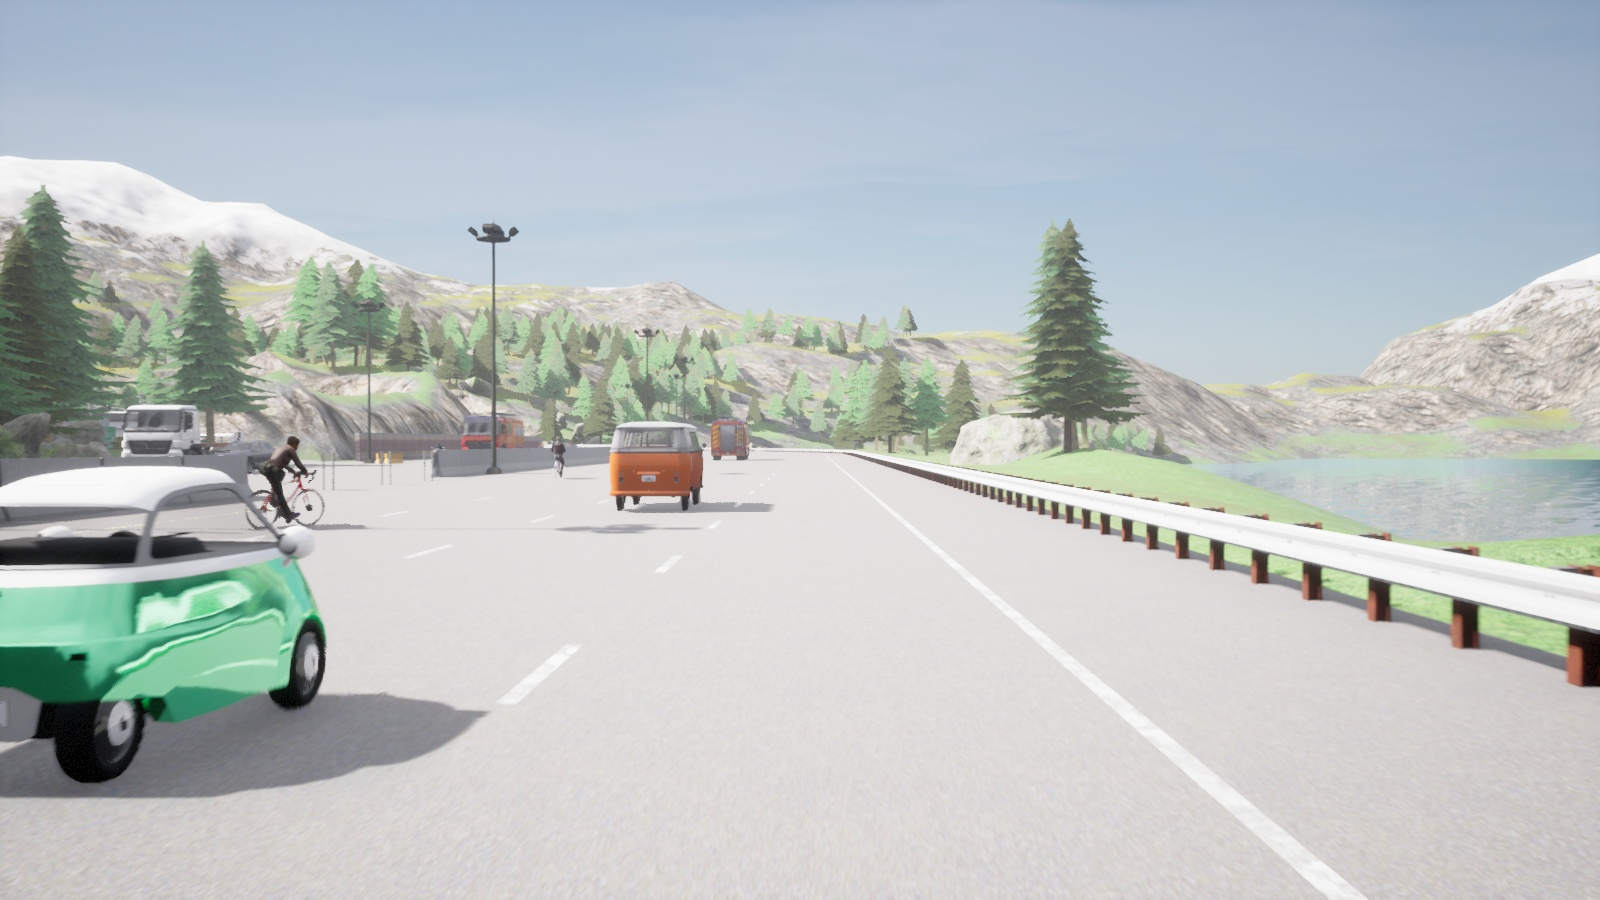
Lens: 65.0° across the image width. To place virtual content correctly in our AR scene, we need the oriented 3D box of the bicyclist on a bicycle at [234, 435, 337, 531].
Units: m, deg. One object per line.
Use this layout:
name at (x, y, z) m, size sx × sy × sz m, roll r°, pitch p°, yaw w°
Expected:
bicyclist on a bicycle at (-9.003, 0.563, 22.032) m, size 0.582 × 1.620 × 1.656 m, roll 0°, pitch 0°, yaw 29°

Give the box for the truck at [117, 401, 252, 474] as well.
truck at (-30.957, -0.632, 63.618) m, size 2.891 × 3.462 × 7.936 m, roll 0°, pitch 0°, yaw 1°

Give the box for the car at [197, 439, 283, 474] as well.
car at (-27.473, 0.293, 61.758) m, size 2.033 × 1.649 × 4.856 m, roll 0°, pitch 1°, yaw 0°

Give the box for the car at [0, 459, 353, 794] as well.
car at (-3.440, 0.760, 6.454) m, size 1.481 × 1.376 × 2.207 m, roll 0°, pitch 1°, yaw 0°

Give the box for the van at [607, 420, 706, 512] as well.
van at (-3.248, 0.327, 29.231) m, size 1.775 × 1.987 × 4.442 m, roll 0°, pitch 0°, yaw 0°
